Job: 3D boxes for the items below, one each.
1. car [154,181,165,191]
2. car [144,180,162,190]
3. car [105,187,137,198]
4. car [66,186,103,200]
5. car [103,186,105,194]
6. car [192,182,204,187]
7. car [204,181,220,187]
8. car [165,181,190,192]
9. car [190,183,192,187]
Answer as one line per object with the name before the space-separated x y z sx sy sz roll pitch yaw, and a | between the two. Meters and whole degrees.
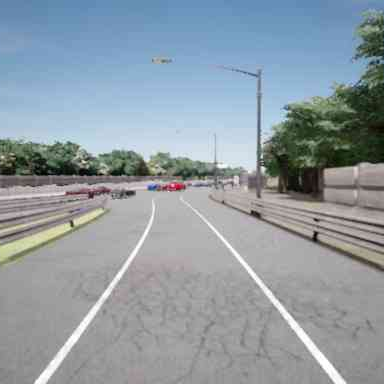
car | -5.439 -1.027 68.913 1.882 1.535 5.008 0 3 17
car | -8.010 -1.158 72.397 1.882 1.535 5.008 0 3 17
car | -9.248 0.032 45.198 2.128 1.511 4.902 0 3 17
car | -13.862 0.180 42.200 1.882 1.535 5.008 0 3 17
car | -14.396 -0.195 52.149 1.812 1.442 4.674 0 3 17
car | 2.185 -2.079 93.241 1.812 1.442 4.674 0 3 17
car | 5.510 -2.225 92.144 2.097 1.767 4.553 0 3 17
car | -2.857 -1.154 65.458 2.150 2.045 5.566 0 3 17
car | -1.149 -2.073 94.309 1.994 1.385 4.181 0 3 17
